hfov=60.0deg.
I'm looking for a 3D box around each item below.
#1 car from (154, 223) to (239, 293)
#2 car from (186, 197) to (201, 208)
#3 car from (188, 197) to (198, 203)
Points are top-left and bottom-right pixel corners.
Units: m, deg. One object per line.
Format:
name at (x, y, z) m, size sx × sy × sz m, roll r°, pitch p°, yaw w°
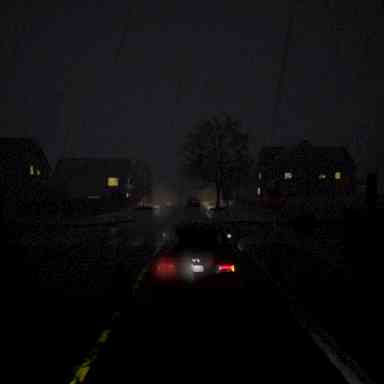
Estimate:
car at (0.143, 1.543, 9.014) m, size 2.033 × 1.411 × 5.357 m, roll 0°, pitch 0°, yaw 1°
car at (0.189, 1.534, 48.511) m, size 2.128 × 1.511 × 4.902 m, roll 0°, pitch 0°, yaw 0°
car at (0.189, 1.719, 70.560) m, size 1.895 × 1.301 × 4.718 m, roll 0°, pitch 0°, yaw 0°
